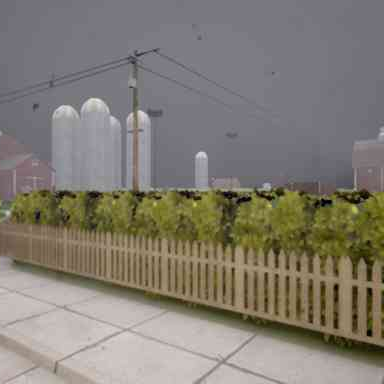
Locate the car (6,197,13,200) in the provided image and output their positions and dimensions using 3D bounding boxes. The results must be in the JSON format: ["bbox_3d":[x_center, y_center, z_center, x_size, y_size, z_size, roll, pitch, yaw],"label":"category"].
[{"bbox_3d":[-28.878,1.474,53.768,4.193,1.474,1.816,0,0,35],"label":"car"}]
